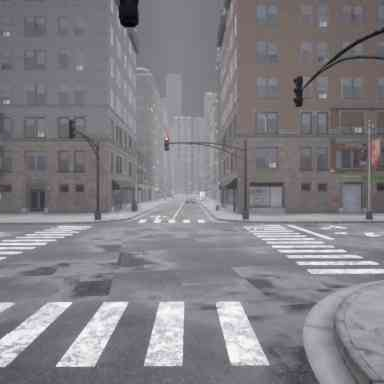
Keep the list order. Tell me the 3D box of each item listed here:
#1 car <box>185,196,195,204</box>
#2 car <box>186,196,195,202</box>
[{"bbox_3d":[-0.300,1.649,63.675,1.895,1.301,4.718,0,0,0],"label":"car"},{"bbox_3d":[-0.368,1.484,73.679,1.895,1.301,4.718,0,0,0],"label":"car"}]
